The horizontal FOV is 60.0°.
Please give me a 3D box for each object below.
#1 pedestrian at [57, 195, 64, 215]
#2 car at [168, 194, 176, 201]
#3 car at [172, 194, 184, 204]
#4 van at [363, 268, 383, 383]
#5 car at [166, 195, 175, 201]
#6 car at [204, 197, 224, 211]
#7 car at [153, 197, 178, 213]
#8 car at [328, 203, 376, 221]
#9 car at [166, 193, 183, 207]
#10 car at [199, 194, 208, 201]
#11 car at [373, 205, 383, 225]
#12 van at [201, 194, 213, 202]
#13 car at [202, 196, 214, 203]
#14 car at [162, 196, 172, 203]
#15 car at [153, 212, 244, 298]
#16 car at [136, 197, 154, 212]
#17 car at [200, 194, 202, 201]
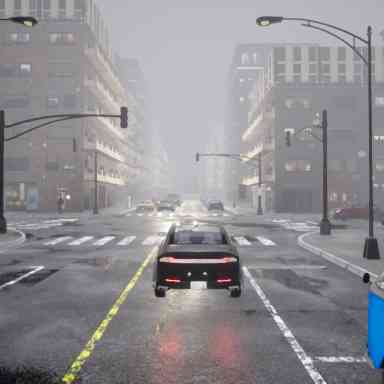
[{"bbox_3d":[-12.445,1.218,31.466,0.375,1.860,0.375,0,-1,1],"label":"pedestrian"},{"bbox_3d":[-5.403,1.483,90.788,1.967,1.590,4.097,1,0,0],"label":"car"},{"bbox_3d":[-2.828,1.380,66.362,2.097,1.767,4.553,0,0,1],"label":"car"},{"bbox_3d":[2.680,1.342,2.033,1.690,1.788,3.998,1,0,0],"label":"van"},{"bbox_3d":[-5.422,1.590,85.145,2.008,1.369,4.403,1,0,0],"label":"car"},{"bbox_3d":[2.823,1.581,39.979,1.947,1.339,4.313,1,0,0],"label":"car"},{"bbox_3d":[-2.932,1.562,38.018,2.033,1.411,5.357,0,0,-1],"label":"car"},{"bbox_3d":[13.726,1.609,28.131,4.097,1.590,1.967,0,-1,1],"label":"car"},{"bbox_3d":[-2.924,1.242,52.105,2.150,2.045,5.566,0,0,1],"label":"car"},{"bbox_3d":[2.962,1.354,85.119,2.192,1.841,5.009,1,0,0],"label":"car"},{"bbox_3d":[13.597,1.583,19.750,4.313,1.339,1.947,0,-1,1],"label":"car"},{"bbox_3d":[2.877,1.364,56.906,1.690,1.788,3.998,1,0,0],"label":"van"},{"bbox_3d":[2.840,1.568,45.622,2.008,1.369,4.403,1,0,0],"label":"car"},{"bbox_3d":[-5.455,1.577,73.860,1.887,1.381,4.507,1,0,0],"label":"car"},{"bbox_3d":[0.126,1.494,8.523,2.128,1.511,4.902,0,0,0],"label":"car"},{"bbox_3d":[-5.557,1.540,39.834,1.752,1.417,4.829,1,0,0],"label":"car"},{"bbox_3d":[2.908,1.554,68.362,1.752,1.417,4.829,1,0,0],"label":"car"}]
